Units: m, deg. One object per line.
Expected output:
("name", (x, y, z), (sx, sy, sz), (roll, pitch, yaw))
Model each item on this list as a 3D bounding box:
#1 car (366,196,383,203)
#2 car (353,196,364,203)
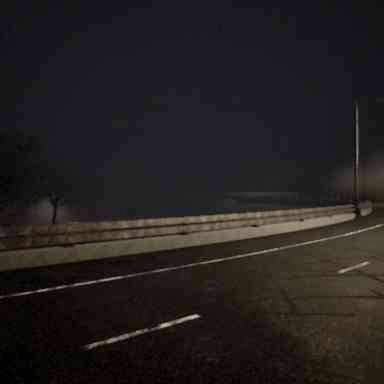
("car", (38.122, 1.596, 69.031), (1.812, 1.442, 4.674), (0, 0, 10))
("car", (39.782, 1.786, 78.553), (1.837, 1.490, 4.892), (0, 0, 5))
